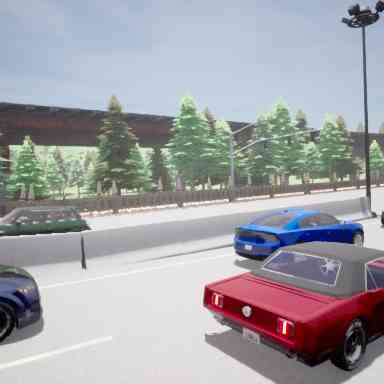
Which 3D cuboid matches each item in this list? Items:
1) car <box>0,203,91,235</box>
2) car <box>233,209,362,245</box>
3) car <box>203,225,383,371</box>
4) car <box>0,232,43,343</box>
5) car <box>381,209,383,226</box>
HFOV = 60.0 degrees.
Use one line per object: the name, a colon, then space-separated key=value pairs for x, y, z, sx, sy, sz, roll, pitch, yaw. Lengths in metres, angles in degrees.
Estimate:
car: x=-6.178 y=1.348 z=12.496 sx=4.553 sy=1.767 sz=2.097 roll=-1 pitch=1 yaw=-36
car: x=3.561 y=1.283 z=10.630 sx=5.008 sy=1.535 sz=1.882 roll=-3 pitch=2 yaw=-36
car: x=2.573 y=1.528 z=5.607 sx=4.718 sy=1.301 sz=1.895 roll=-2 pitch=1 yaw=-36
car: x=-4.489 y=1.563 z=4.847 sx=4.181 sy=1.385 sz=1.994 roll=0 pitch=0 yaw=-36
car: x=10.840 y=0.879 z=15.876 sx=4.181 sy=1.385 sz=1.994 roll=-4 pitch=2 yaw=-36
